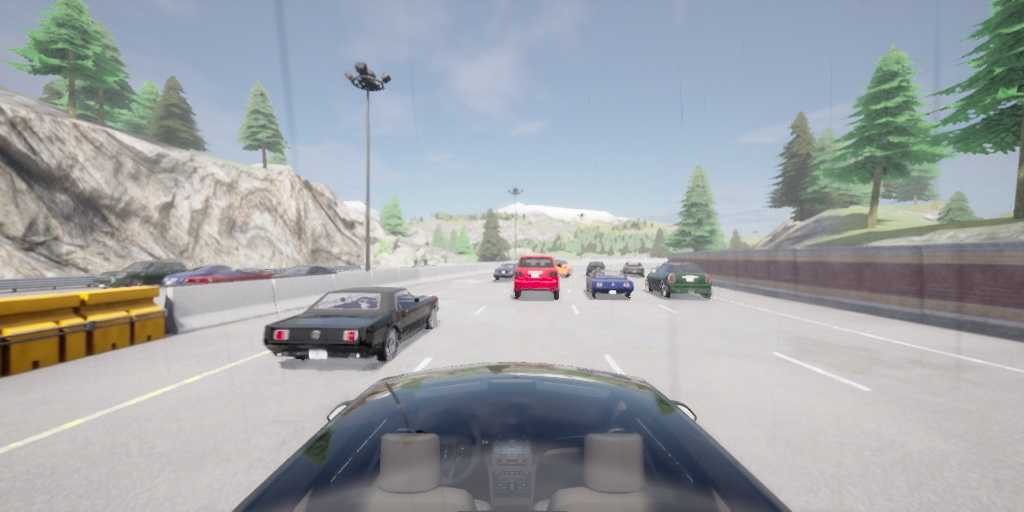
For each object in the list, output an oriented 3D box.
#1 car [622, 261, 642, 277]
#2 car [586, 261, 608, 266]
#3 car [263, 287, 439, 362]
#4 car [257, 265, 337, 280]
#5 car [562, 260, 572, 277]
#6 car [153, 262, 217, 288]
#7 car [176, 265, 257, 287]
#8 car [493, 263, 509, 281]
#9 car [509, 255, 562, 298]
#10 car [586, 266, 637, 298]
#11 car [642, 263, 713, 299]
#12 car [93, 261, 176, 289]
[{"bbox_3d":[12.103,1.272,35.827,2.128,1.511,4.902,0,0,15],"label":"car"},{"bbox_3d":[8.486,1.284,35.880,1.837,1.490,4.892,0,0,15],"label":"car"},{"bbox_3d":[-3.120,1.355,8.225,1.895,1.301,4.718,0,0,3],"label":"car"},{"bbox_3d":[-12.486,1.288,21.644,1.812,1.442,4.674,0,0,8],"label":"car"},{"bbox_3d":[4.758,1.130,35.407,2.097,1.767,4.553,0,0,15],"label":"car"},{"bbox_3d":[-19.368,1.286,22.891,1.812,1.442,4.674,0,0,8],"label":"car"},{"bbox_3d":[-16.147,1.361,20.917,1.895,1.301,4.718,0,0,8],"label":"car"},{"bbox_3d":[-0.127,1.320,30.294,2.033,1.411,5.357,0,0,12],"label":"car"},{"bbox_3d":[1.386,0.985,18.635,2.150,2.045,5.566,0,0,7],"label":"car"},{"bbox_3d":[4.907,1.366,18.602,1.895,1.301,4.718,0,0,8],"label":"car"},{"bbox_3d":[8.474,1.118,18.586,2.097,1.767,4.553,0,0,8],"label":"car"},{"bbox_3d":[-22.939,1.111,22.544,2.097,1.767,4.553,0,0,8],"label":"car"}]
